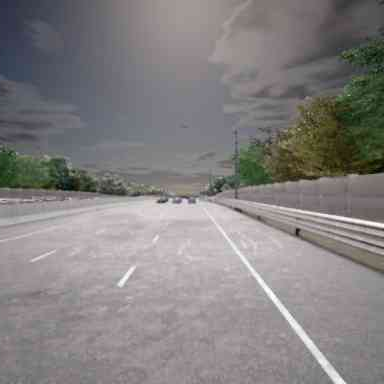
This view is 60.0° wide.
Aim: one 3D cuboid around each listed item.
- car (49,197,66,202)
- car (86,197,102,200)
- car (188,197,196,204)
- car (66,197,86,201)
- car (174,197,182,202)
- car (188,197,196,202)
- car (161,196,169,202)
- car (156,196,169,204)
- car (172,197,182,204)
[{"bbox_3d":[-24.526,1.693,61.510,2.033,1.411,5.357,0,0,0],"label":"car"},{"bbox_3d":[-17.529,1.683,61.586,1.812,1.442,4.674,0,0,0],"label":"car"},{"bbox_3d":[-0.031,1.911,76.499,1.812,1.442,4.674,0,-1,0],"label":"car"},{"bbox_3d":[-21.030,1.633,61.581,1.882,1.535,5.008,0,0,0],"label":"car"},{"bbox_3d":[-3.535,1.951,86.501,1.994,1.385,4.181,0,-1,0],"label":"car"},{"bbox_3d":[-0.035,1.942,86.503,2.033,1.411,5.357,0,-1,0],"label":"car"},{"bbox_3d":[-7.035,1.896,86.501,1.837,1.490,4.892,0,-1,0],"label":"car"},{"bbox_3d":[-7.031,1.977,76.525,1.895,1.301,4.718,0,-1,0],"label":"car"},{"bbox_3d":[-3.531,1.916,76.048,2.033,1.411,5.357,0,-1,0],"label":"car"}]
